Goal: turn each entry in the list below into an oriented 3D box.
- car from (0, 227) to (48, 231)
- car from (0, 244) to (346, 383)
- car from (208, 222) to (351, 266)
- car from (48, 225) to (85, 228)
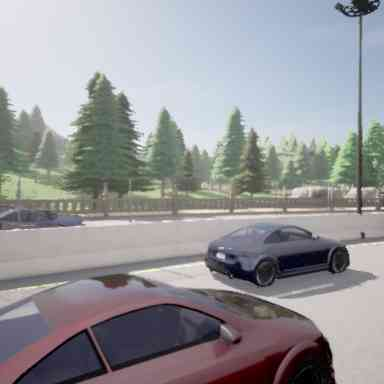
[{"bbox_3d":[-7.983,1.472,11.110,5.357,1.411,2.033,0,0,-35],"label":"car"},{"bbox_3d":[-0.502,1.550,3.228,4.181,1.385,1.994,0,0,-34],"label":"car"},{"bbox_3d":[2.436,1.547,9.226,4.181,1.385,1.994,0,0,-31],"label":"car"},{"bbox_3d":[-7.839,1.460,15.453,5.357,1.411,2.033,0,0,-34],"label":"car"}]
